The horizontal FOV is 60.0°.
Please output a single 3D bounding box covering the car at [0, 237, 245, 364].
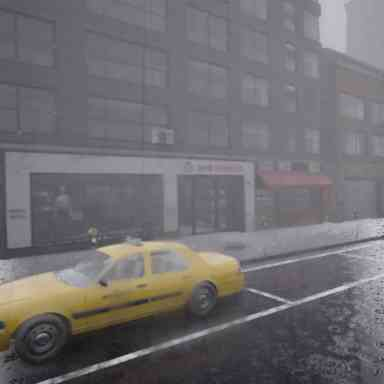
[{"bbox_3d":[-1.237,1.505,5.784,4.829,1.417,1.752,-1,0,-36],"label":"car"}]
